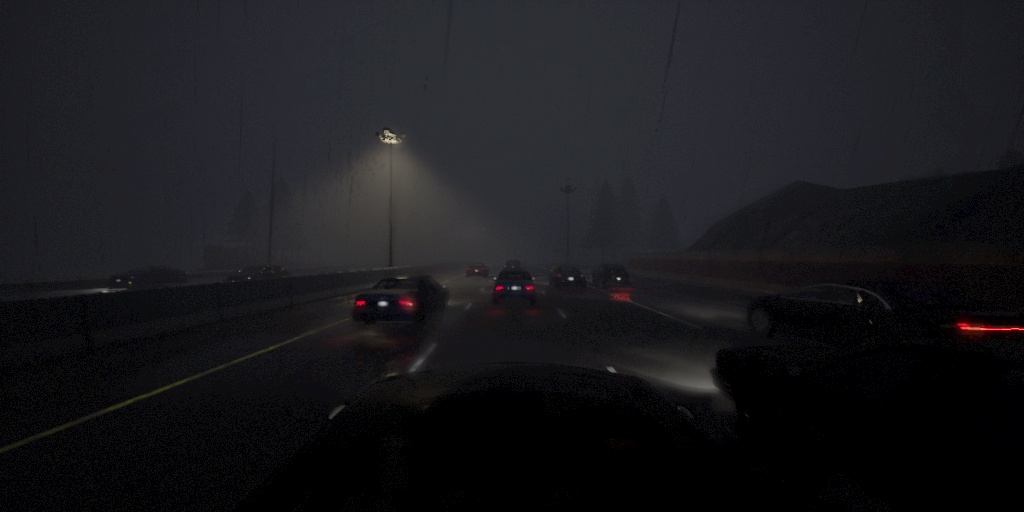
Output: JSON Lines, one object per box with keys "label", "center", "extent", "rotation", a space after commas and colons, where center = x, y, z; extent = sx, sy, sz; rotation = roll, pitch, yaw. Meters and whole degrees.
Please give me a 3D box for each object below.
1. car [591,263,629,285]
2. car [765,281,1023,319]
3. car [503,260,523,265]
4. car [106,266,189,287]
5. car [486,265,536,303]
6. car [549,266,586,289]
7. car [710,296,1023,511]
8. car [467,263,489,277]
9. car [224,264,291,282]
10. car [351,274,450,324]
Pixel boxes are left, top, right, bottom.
{"label": "car", "center": [7.102, 1.293, 26.303], "extent": [1.837, 1.490, 4.892], "rotation": [0, -1, 0]}
{"label": "car", "center": [7.102, 1.251, 7.470], "extent": [2.128, 1.511, 4.902], "rotation": [0, 0, 0]}
{"label": "car", "center": [0.105, 1.164, 39.435], "extent": [2.097, 1.767, 4.553], "rotation": [0, 0, 0]}
{"label": "car", "center": [-24.504, 1.351, 24.320], "extent": [1.994, 1.385, 4.181], "rotation": [0, 0, 0]}
{"label": "car", "center": [0.105, 1.322, 16.683], "extent": [2.033, 1.411, 5.357], "rotation": [0, 0, 0]}
{"label": "car", "center": [3.601, 1.351, 23.790], "extent": [1.994, 1.385, 4.181], "rotation": [0, 0, 0]}
{"label": "car", "center": [3.599, 1.299, 2.378], "extent": [2.033, 1.411, 5.357], "rotation": [0, 0, 0]}
{"label": "car", "center": [-3.396, 1.372, 36.446], "extent": [1.994, 1.385, 4.181], "rotation": [0, 0, 0]}
{"label": "car", "center": [-17.497, 1.352, 24.928], "extent": [1.837, 1.490, 4.892], "rotation": [0, 0, 0]}
{"label": "car", "center": [-3.400, 1.314, 11.947], "extent": [2.033, 1.411, 5.357], "rotation": [0, 0, 0]}
